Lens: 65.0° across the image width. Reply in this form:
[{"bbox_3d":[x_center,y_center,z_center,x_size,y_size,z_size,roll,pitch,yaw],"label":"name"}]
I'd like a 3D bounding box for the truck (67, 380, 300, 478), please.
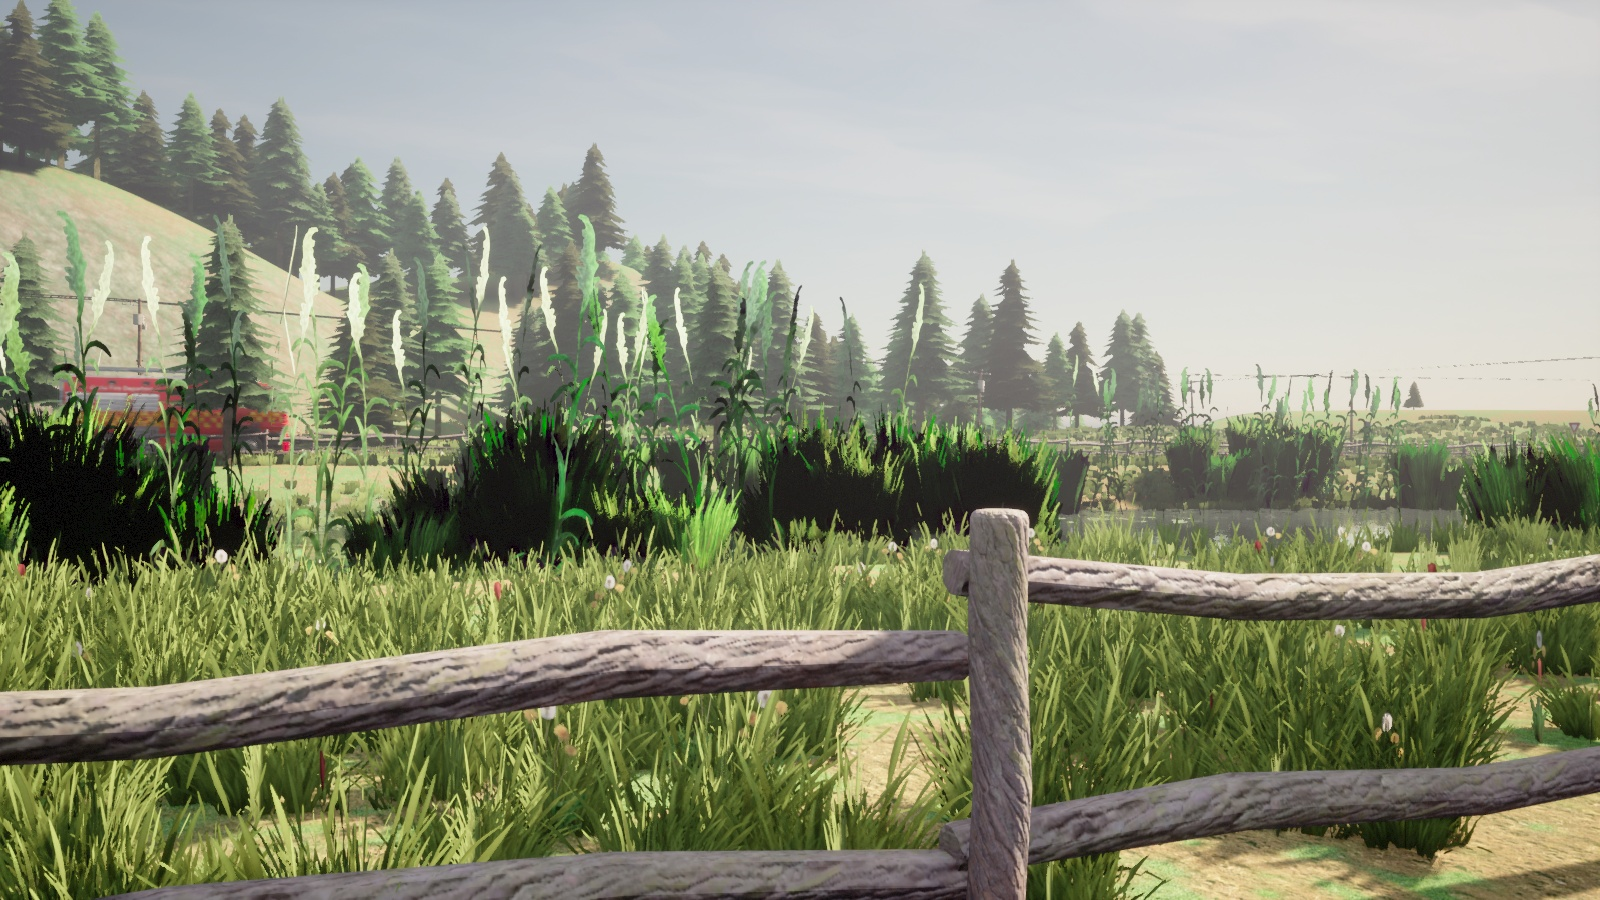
[{"bbox_3d":[-25.624,-0.908,52.402,8.468,3.827,2.891,-1,1,-29],"label":"truck"}]
